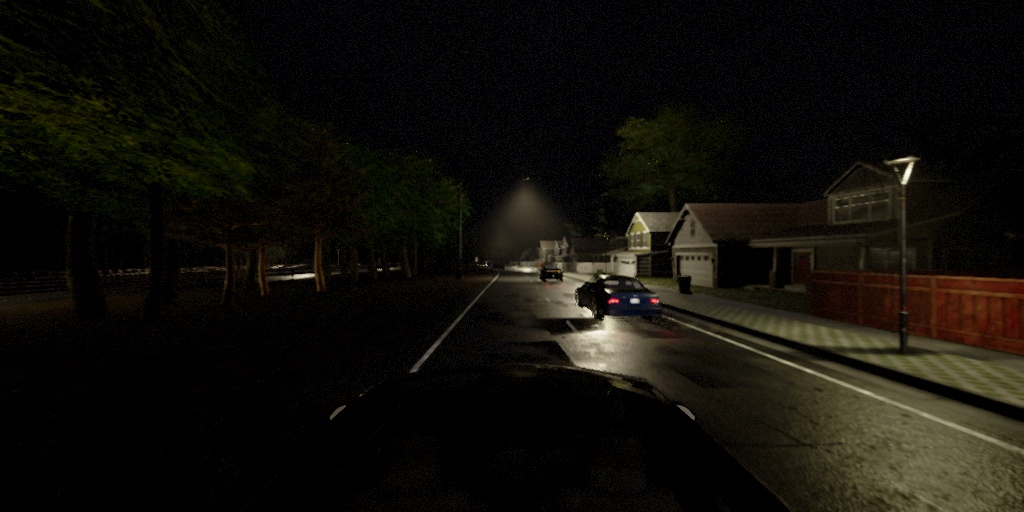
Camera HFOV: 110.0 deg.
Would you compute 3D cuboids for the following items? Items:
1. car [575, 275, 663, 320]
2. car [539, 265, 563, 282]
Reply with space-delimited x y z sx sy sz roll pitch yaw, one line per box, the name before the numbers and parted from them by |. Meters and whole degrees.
car | 3.595 1.385 13.009 2.033 1.411 5.357 0 0 0
car | 3.588 1.556 33.349 2.128 1.511 4.902 0 -1 0
